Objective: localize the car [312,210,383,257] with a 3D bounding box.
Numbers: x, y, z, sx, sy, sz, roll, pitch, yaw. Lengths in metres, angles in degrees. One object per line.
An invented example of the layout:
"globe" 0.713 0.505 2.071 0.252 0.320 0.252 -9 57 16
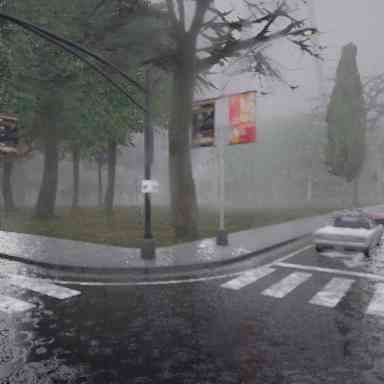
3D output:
"car" 6.333 1.631 13.309 1.895 1.301 4.718 0 0 35

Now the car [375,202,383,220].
"car" 17.266 1.634 28.900 1.994 1.385 4.181 0 0 35

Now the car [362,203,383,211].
"car" 11.575 1.524 20.787 1.882 1.535 5.008 0 0 35
